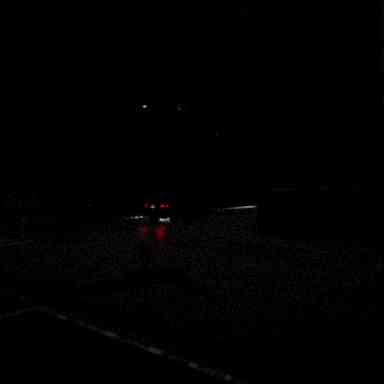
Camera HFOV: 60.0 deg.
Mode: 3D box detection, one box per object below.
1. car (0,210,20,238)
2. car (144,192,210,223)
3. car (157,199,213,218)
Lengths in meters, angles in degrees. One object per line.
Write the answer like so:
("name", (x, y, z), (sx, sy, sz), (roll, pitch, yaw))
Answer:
("car", (-10.593, 1.474, 15.293), (1.837, 1.490, 4.892), (-1, 0, 36))
("car", (-0.969, 1.024, 23.620), (2.150, 2.045, 5.566), (-1, 0, 36))
("car", (-0.497, 1.368, 29.314), (2.033, 1.411, 5.357), (-1, 0, 36))
